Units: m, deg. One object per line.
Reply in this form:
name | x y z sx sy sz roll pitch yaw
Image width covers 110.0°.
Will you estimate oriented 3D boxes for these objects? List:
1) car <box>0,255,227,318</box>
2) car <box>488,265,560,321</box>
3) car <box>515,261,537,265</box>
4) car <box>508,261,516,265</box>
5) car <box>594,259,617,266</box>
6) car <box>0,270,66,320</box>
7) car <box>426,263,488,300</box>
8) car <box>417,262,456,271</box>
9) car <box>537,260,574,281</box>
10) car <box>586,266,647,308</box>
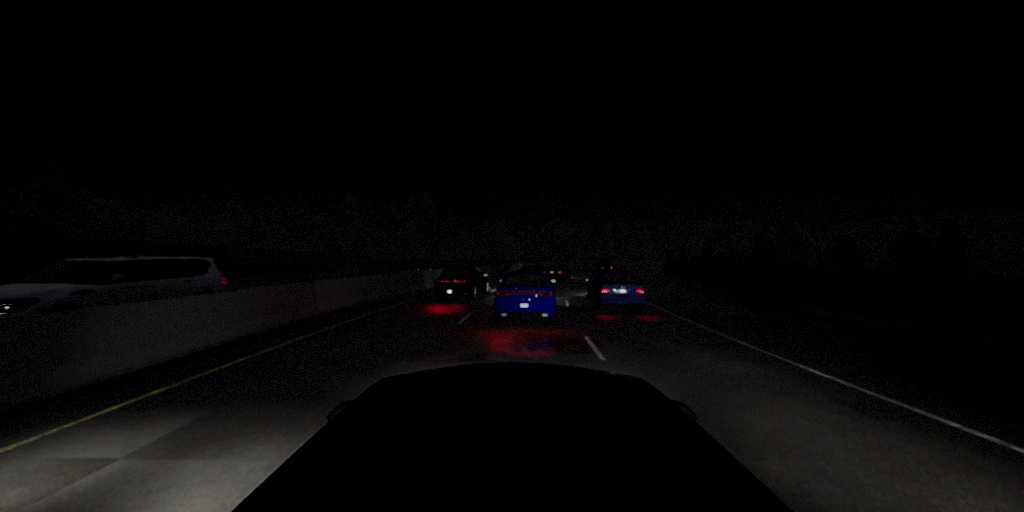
car | -10.390 0.988 9.322 2.150 2.045 5.566 0 0 3
car | 0.526 1.242 12.553 1.882 1.535 5.008 0 0 4
car | 2.173 1.321 36.353 1.812 1.442 4.674 0 0 19
car | 0.732 1.367 50.866 1.812 1.442 4.674 0 0 28
car | 8.954 1.117 34.510 2.097 1.767 4.553 0 0 19
car | -17.275 1.265 10.531 2.128 1.511 4.902 0 0 3
car | -2.385 1.280 17.896 1.837 1.490 4.892 0 0 7
car | -8.289 1.440 38.844 1.895 1.301 4.718 0 0 20
car | 3.892 1.326 30.579 2.033 1.411 5.357 0 0 17
car | 4.267 1.310 15.318 2.033 1.411 5.357 0 0 7
